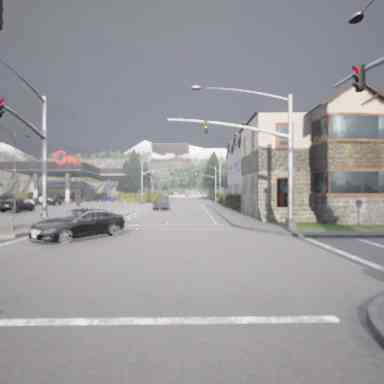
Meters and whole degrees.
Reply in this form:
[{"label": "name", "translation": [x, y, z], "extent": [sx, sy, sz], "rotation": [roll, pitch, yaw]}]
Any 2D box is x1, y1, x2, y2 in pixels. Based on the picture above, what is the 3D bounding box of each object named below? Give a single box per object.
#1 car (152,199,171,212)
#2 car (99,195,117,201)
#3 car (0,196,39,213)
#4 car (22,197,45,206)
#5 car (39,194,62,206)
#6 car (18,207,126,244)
[{"label": "car", "translation": [-3.552, 1.545, 39.674], "extent": [2.033, 1.411, 5.357], "rotation": [0, 0, 0]}, {"label": "car", "translation": [-22.285, 1.683, 88.142], "extent": [4.611, 1.667, 2.242], "rotation": [0, 0, 0]}, {"label": "car", "translation": [-18.970, 1.495, 36.275], "extent": [2.007, 1.523, 4.514], "rotation": [0, 0, 0]}, {"label": "car", "translation": [-26.023, 1.560, 54.737], "extent": [1.970, 1.475, 3.806], "rotation": [0, 0, 0]}, {"label": "car", "translation": [-22.696, 1.276, 54.139], "extent": [1.905, 1.878, 3.866], "rotation": [0, 0, 0]}, {"label": "car", "translation": [-5.443, 1.595, 16.404], "extent": [2.128, 1.511, 4.902], "rotation": [1, 2, 34]}]
